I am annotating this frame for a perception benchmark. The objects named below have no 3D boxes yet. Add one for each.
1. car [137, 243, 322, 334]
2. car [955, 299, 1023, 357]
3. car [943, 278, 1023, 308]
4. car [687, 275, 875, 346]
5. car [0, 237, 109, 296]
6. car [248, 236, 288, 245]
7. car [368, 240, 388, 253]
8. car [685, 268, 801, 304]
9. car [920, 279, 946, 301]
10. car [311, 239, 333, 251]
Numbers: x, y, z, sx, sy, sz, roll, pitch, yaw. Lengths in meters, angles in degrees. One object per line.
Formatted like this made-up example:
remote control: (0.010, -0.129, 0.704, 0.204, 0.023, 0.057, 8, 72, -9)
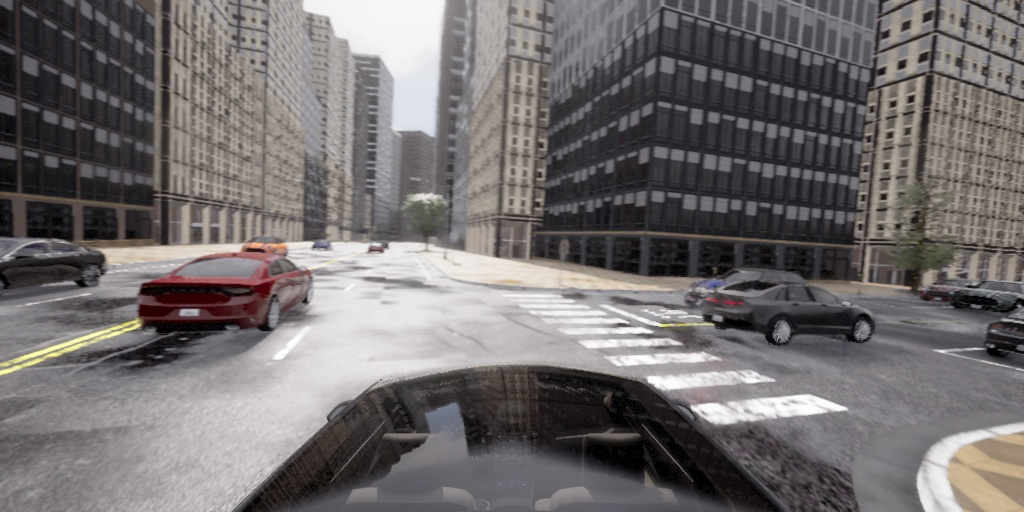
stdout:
car: (-6.143, 0.651, 8.405, 1.882, 1.535, 5.008, 2, 3, -17)
car: (13.609, 1.946, 8.717, 4.403, 1.370, 2.007, 0, 0, -18)
car: (25.393, 2.052, 18.581, 4.553, 1.767, 2.097, 3, 3, -17)
car: (7.626, 1.465, 9.931, 4.892, 1.490, 1.837, 3, 0, -17)
car: (-13.483, 0.248, 9.536, 2.128, 1.511, 4.902, 2, 2, -17)
car: (-18.902, -0.737, 27.604, 2.097, 1.767, 4.553, 2, 2, -17)
car: (-17.823, -1.102, 47.217, 1.994, 1.385, 4.181, 2, 2, -17)
car: (8.868, 1.236, 13.368, 4.553, 1.767, 2.097, 3, 3, -17)
car: (27.196, 2.108, 21.928, 4.097, 1.591, 1.967, 0, 0, -18)
car: (-24.537, -1.446, 46.462, 1.812, 1.442, 4.674, 2, 2, -16)
